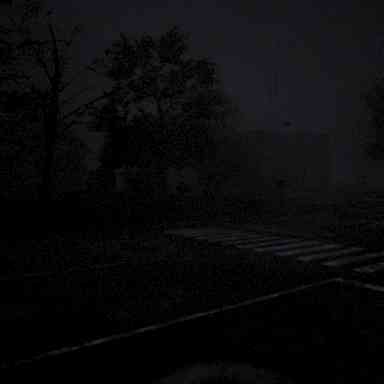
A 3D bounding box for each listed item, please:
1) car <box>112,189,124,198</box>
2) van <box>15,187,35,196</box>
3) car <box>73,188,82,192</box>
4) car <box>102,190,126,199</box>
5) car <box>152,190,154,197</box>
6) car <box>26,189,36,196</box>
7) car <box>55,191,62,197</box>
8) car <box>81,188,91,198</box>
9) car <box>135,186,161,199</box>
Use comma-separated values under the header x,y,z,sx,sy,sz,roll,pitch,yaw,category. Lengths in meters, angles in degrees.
x,y,z,sx,sy,sz,roll,pitch,yaw,category
-12.348,0.255,61.537,2.185,1.767,4.553,-2,1,16,car
-42.766,-0.110,85.308,1.878,1.987,4.442,0,2,19,van
-21.827,0.463,68.720,2.163,1.488,4.792,0,2,17,car
-14.760,0.412,63.166,1.946,1.575,5.366,-1,2,17,car
-5.148,0.273,56.290,2.231,1.521,4.892,-1,1,16,car
-38.145,0.195,81.658,2.097,1.535,5.008,0,2,19,car
-31.207,0.197,76.045,2.185,1.767,4.553,0,2,18,car
-19.455,0.308,66.965,2.185,1.767,4.553,-1,2,17,car
-7.565,0.058,58.005,2.435,2.045,5.566,-1,1,16,car
